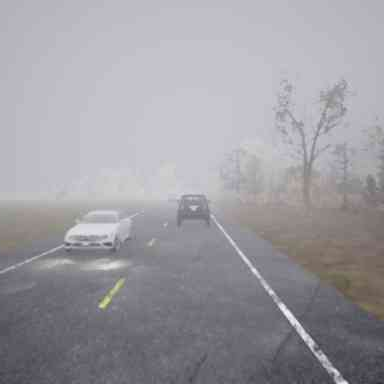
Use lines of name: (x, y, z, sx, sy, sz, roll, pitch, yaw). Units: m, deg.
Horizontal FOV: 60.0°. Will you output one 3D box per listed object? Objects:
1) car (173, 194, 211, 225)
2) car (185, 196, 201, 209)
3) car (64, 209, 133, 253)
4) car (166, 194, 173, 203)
car: (0.099, 1.124, 22.960, 2.150, 2.045, 5.566, 0, 0, 0)
car: (0.099, 1.287, 41.823, 1.882, 1.535, 5.008, 0, 0, 0)
car: (-3.601, 1.471, 13.603, 1.812, 1.442, 4.674, 0, 0, 0)
car: (-3.501, 1.087, 58.987, 2.097, 1.767, 4.553, 0, 0, 0)
